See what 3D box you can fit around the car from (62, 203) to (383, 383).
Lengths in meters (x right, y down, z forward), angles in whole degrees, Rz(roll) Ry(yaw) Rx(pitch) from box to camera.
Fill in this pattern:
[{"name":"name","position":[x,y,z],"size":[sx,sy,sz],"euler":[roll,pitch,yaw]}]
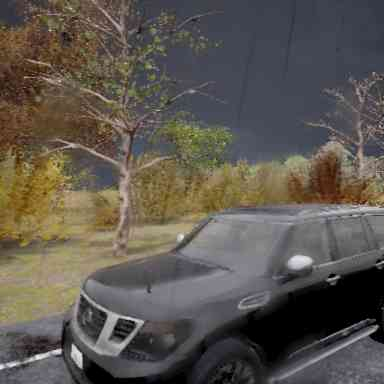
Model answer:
[{"name":"car","position":[1.143,1.223,4.805],"size":[5.566,2.045,2.150],"euler":[0,0,-36]}]
